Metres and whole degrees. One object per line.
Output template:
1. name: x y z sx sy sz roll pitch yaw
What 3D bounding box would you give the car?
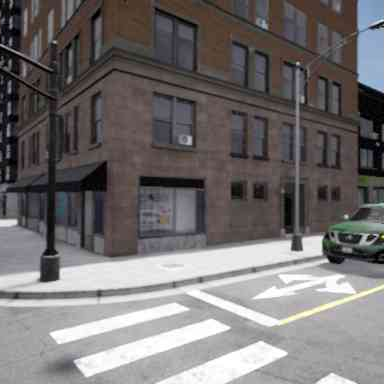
1. car: 6.829 1.408 11.566 5.566 2.045 2.150 1 -1 -37
